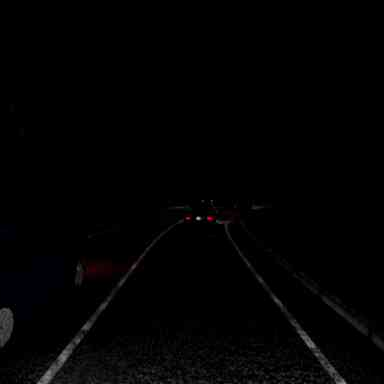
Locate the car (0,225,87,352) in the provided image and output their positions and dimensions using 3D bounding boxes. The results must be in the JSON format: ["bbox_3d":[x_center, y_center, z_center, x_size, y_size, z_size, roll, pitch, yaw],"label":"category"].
[{"bbox_3d":[-3.564,1.475,6.290,1.882,1.535,5.008,0,0,0],"label":"car"}]

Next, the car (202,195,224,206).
[{"bbox_3d":[3.255,1.238,49.228,2.097,1.767,4.553,0,1,34],"label":"car"}]

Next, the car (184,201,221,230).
[{"bbox_3d":[0.631,1.538,21.188,2.033,1.411,5.357,0,0,6],"label":"car"}]

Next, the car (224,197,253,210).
[{"bbox_3d":[5.997,1.397,40.431,2.128,1.511,4.902,0,0,25],"label":"car"}]
